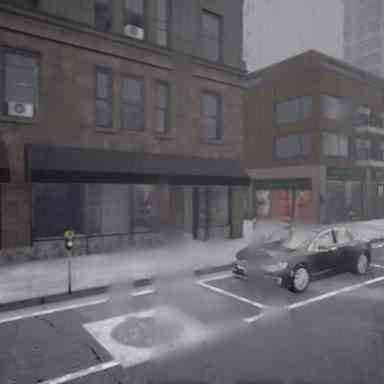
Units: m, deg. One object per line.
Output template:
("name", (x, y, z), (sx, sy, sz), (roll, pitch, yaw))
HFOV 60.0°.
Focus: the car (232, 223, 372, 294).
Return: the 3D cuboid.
("car", (2.997, 1.536, 8.672), (4.403, 1.369, 2.008), (0, 0, -36))
